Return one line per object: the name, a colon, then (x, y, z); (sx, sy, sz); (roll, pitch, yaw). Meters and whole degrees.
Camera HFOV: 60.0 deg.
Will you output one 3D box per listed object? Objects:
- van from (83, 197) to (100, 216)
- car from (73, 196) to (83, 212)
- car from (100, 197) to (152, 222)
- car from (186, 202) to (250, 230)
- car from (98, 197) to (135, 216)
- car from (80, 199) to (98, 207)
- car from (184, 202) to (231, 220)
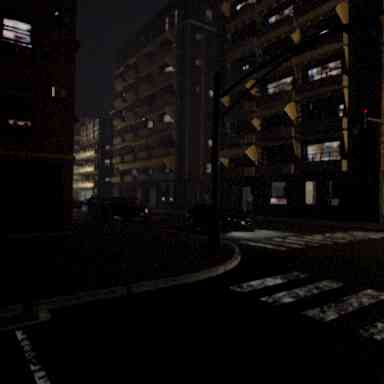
van: (-8.228, 1.329, 30.370); (1.690, 1.788, 3.998); (1, -1, -35)
car: (-14.668, 1.343, 39.473); (2.192, 1.841, 5.009); (1, -1, -35)
car: (-5.007, 1.284, 25.818); (2.192, 1.841, 5.009); (1, -1, -35)
car: (1.502, 1.494, 20.922); (1.837, 1.490, 4.892); (1, 0, -36)
car: (-7.849, 1.395, 34.114); (2.097, 1.767, 4.553); (1, -1, -35)
car: (-17.900, 1.822, 57.677); (1.802, 1.307, 4.206); (1, -1, -35)
car: (1.323, 1.641, 30.507); (1.752, 1.417, 4.829); (1, -1, -35)
